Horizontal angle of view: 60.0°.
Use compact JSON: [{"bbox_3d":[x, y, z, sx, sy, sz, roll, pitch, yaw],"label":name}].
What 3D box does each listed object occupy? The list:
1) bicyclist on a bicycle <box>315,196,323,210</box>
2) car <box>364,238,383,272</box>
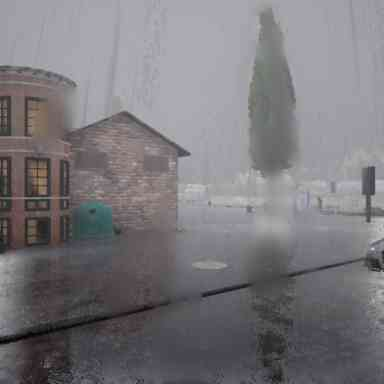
[{"bbox_3d":[15.376,1.349,40.196,1.656,1.620,0.582,0,0,-36],"label":"bicyclist on a bicycle"},{"bbox_3d":[6.732,1.564,9.422,4.181,1.385,1.994,0,0,-36],"label":"car"}]
